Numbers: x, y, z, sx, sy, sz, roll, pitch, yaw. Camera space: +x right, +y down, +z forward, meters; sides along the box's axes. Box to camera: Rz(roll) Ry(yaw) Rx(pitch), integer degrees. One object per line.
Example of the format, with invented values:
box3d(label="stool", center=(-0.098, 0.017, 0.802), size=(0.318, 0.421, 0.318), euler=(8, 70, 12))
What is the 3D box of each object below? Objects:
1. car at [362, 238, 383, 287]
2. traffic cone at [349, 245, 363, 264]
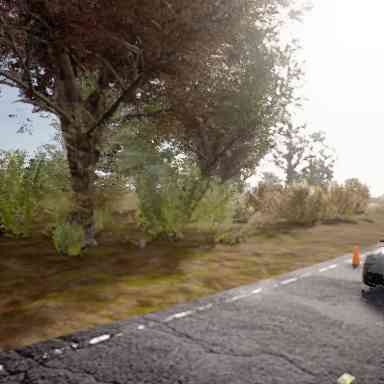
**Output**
box3d(label="car", center=(6.013, 1.677, 8.544), size=(4.181, 1.385, 1.994), euler=(1, -1, -44))
box3d(label="traffic cone", center=(5.509, 2.086, 11.158), size=(0.340, 0.580, 0.340), euler=(1, -1, -45))
